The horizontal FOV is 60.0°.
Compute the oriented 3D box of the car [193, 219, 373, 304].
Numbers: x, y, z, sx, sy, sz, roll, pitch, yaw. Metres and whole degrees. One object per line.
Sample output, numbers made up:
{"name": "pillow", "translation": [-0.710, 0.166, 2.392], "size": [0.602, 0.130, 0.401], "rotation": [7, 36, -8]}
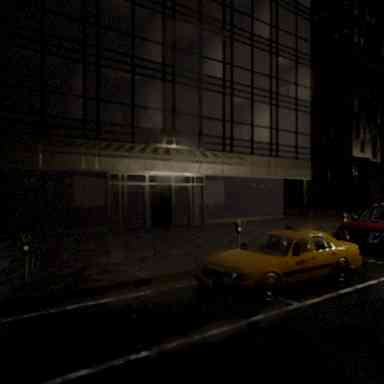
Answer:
{"name": "car", "translation": [2.278, 1.531, 8.156], "size": [4.829, 1.417, 1.752], "rotation": [0, 0, -35]}

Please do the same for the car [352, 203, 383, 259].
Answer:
{"name": "car", "translation": [7.007, 1.330, 11.527], "size": [5.009, 1.841, 2.192], "rotation": [0, 0, -35]}
